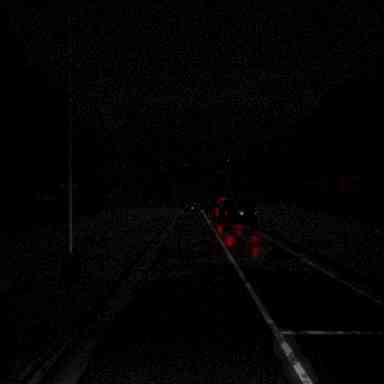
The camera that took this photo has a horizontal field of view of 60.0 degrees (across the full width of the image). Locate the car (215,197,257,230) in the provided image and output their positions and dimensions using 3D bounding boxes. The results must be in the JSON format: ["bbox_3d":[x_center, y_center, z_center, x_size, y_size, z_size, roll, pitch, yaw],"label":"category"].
[{"bbox_3d":[3.005,1.413,22.783,2.150,2.045,5.566,0,-1,0],"label":"car"}]

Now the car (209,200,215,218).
[{"bbox_3d":[3.012,1.475,29.784,2.150,2.045,5.566,0,-1,0],"label":"car"}]

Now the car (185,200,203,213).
[{"bbox_3d":[0.078,1.927,42.293,1.994,1.385,4.181,0,-1,1],"label":"car"}]

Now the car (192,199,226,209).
[{"bbox_3d":[2.901,1.970,56.082,5.357,1.411,2.033,-2,1,-27],"label":"car"}]

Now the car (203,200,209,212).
[{"bbox_3d":[2.672,1.942,45.928,1.887,1.381,4.507,-1,-1,0],"label":"car"}]
